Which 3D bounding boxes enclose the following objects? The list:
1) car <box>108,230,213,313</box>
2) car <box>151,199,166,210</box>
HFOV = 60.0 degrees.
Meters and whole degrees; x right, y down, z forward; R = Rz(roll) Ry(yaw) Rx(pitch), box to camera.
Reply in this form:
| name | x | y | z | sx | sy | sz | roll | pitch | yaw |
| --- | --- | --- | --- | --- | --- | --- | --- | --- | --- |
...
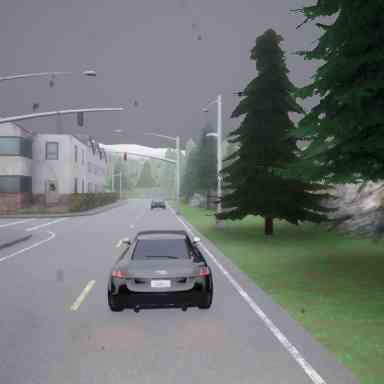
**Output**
| name | x | y | z | sx | sy | sz | roll | pitch | yaw |
| --- | --- | --- | --- | --- | --- | --- | --- | --- | --- |
| car | -0.703 | 1.564 | 7.782 | 1.994 | 1.385 | 4.181 | 0 | 0 | -5 |
| car | -4.467 | 1.601 | 43.827 | 1.895 | 1.301 | 4.718 | 0 | 0 | -6 |
